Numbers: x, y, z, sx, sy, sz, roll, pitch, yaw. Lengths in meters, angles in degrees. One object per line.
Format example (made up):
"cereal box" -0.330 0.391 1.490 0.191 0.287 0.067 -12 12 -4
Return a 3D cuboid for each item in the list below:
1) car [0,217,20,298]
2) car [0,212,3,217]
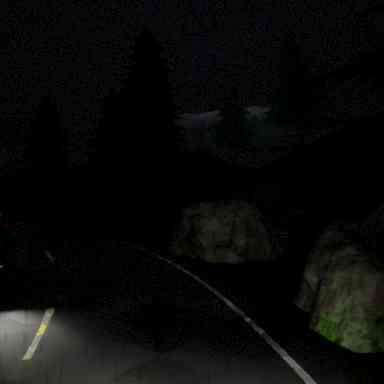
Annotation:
"car" -5.442 1.597 8.366 1.812 1.442 4.674 1 -1 -24
"car" -17.439 1.833 27.425 4.718 1.301 1.895 0 -1 42
